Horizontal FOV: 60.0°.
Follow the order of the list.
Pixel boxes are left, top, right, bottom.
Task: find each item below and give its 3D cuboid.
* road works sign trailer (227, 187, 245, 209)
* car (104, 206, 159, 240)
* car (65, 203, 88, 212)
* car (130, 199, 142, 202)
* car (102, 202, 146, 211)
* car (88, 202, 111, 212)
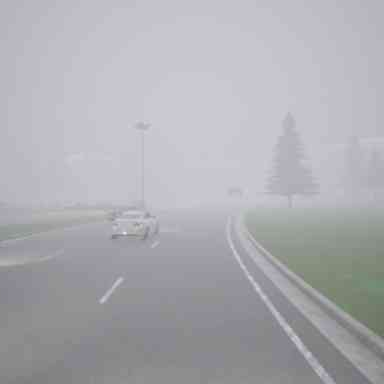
[{"bbox_3d":[7.203,0.972,55.751,2.380,3.560,2.880,-1,-1,13],"label":"road works sign trailer"},{"bbox_3d":[-3.043,1.741,18.192,1.812,1.442,4.674,-1,-1,4],"label":"car"},{"bbox_3d":[-16.932,2.265,49.733,1.895,1.301,4.718,-1,-1,14],"label":"car"},{"bbox_3d":[-9.005,1.974,52.748,2.097,1.767,4.553,-1,-1,14],"label":"car"},{"bbox_3d":[-5.514,1.892,28.596,2.033,1.411,5.357,-1,-1,7],"label":"car"},{"bbox_3d":[-13.283,2.197,49.931,1.994,1.385,4.181,-1,-1,14],"label":"car"}]
